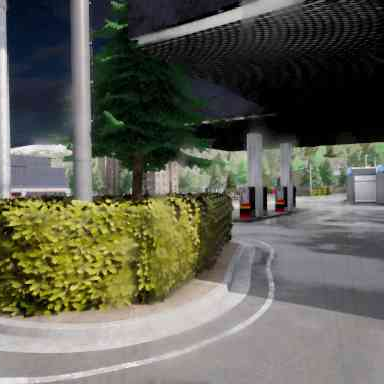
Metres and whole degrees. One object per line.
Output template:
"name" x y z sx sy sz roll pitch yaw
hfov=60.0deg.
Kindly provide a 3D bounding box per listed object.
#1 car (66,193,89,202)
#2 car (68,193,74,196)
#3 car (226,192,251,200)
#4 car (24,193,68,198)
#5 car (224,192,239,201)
"car" -22.891 1.103 66.488 4.605 1.855 1.932 -1 1 35
"car" -24.237 1.124 63.879 3.866 1.878 1.905 -1 1 35
"car" 9.212 0.812 66.501 4.514 1.523 2.007 -1 1 35
"car" -14.770 1.183 33.590 3.866 1.878 1.905 -1 1 35
"car" 7.439 0.851 63.912 5.027 1.636 2.152 -1 1 35
